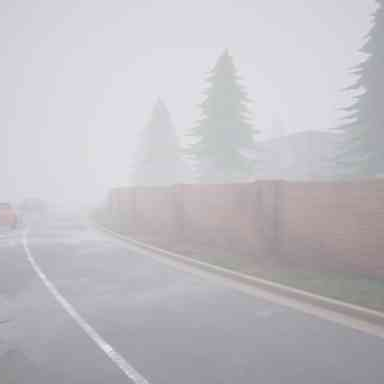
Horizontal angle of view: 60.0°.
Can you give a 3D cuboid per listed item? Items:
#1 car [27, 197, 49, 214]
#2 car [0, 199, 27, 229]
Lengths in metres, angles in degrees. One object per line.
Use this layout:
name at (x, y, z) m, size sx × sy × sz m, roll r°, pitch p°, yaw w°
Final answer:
car at (-16.788, 1.392, 35.668) m, size 2.097 × 1.767 × 4.553 m, roll 0°, pitch 0°, yaw -14°
car at (-12.285, 1.388, 21.539) m, size 2.097 × 1.767 × 4.553 m, roll 0°, pitch 0°, yaw -22°
